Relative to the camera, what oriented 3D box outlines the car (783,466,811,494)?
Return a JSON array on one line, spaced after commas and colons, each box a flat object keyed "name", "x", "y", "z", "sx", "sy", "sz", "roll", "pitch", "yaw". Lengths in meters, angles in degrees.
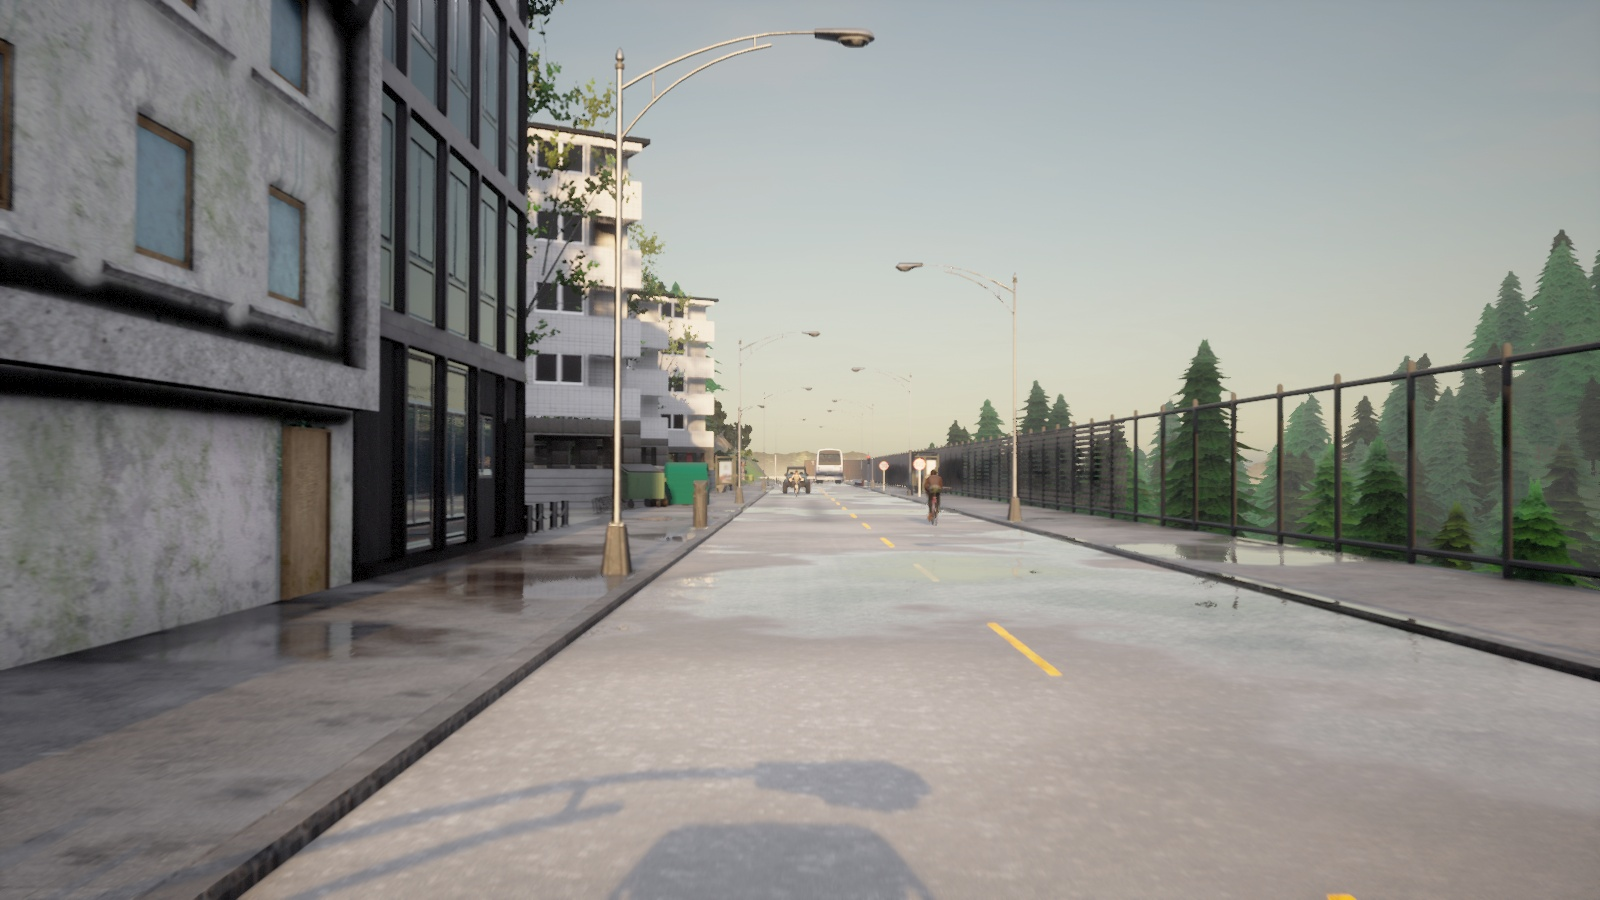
[{"name": "car", "x": -0.223, "y": 2.063, "z": 86.702, "sx": 1.905, "sy": 1.878, "sz": 3.866, "roll": 0, "pitch": -1, "yaw": 0}]
